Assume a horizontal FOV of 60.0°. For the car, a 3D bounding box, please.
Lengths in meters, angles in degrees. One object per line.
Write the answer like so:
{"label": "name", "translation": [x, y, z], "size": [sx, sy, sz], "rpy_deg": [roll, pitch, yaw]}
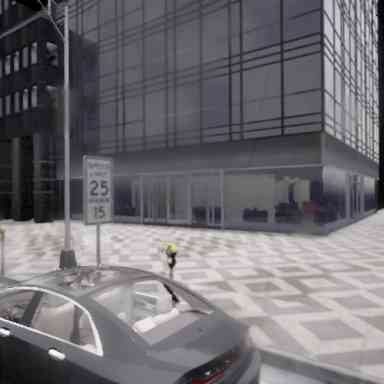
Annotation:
{"label": "car", "translation": [-1.387, 1.581, 3.953], "size": [4.403, 1.369, 2.008], "rpy_deg": [-1, 0, 36]}
